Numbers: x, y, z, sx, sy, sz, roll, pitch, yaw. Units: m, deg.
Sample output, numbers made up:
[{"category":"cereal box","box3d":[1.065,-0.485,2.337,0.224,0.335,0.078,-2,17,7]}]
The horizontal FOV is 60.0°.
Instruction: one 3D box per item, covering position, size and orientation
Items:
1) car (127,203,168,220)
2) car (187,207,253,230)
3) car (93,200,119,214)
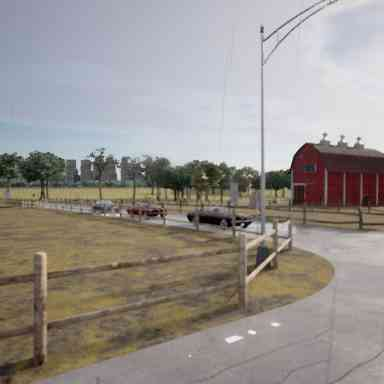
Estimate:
[{"category":"car","box3d":[-4.043,1.661,29.691,1.895,1.301,4.718,-1,0,-35]},{"category":"car","box3d":[1.713,1.633,21.547,1.895,1.301,4.718,-1,1,-36]},{"category":"car","box3d":[-9.954,1.649,38.102,1.812,1.442,4.674,-1,0,-35]}]
